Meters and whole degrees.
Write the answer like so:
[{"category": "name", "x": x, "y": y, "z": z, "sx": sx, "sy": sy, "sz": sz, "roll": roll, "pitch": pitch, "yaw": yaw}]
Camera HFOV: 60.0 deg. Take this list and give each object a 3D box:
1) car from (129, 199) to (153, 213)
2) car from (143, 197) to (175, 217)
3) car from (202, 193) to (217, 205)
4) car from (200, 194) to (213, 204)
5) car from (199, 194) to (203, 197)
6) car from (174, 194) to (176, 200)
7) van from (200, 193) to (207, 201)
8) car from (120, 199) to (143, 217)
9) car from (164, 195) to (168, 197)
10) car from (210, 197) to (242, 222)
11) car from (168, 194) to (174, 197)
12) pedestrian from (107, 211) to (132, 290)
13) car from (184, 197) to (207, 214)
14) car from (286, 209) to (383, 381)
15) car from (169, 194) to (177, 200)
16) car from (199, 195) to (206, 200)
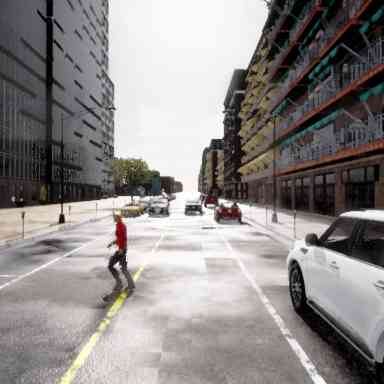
[{"category": "car", "x": -5.610, "y": 1.538, "z": 37.436, "sx": 2.008, "sy": 1.369, "sz": 4.403, "roll": 1, "pitch": 0, "yaw": 0}, {"category": "car", "x": -3.039, "y": 1.482, "z": 31.743, "sx": 2.128, "sy": 1.511, "sz": 4.902, "roll": 0, "pitch": 0, "yaw": 0}, {"category": "car", "x": 2.795, "y": 1.291, "z": 48.740, "sx": 2.192, "sy": 1.841, "sz": 5.009, "roll": 1, "pitch": 0, "yaw": 0}, {"category": "car", "x": 2.828, "y": 1.268, "z": 65.679, "sx": 2.192, "sy": 1.841, "sz": 5.009, "roll": 1, "pitch": 0, "yaw": 0}, {"category": "car", "x": 0.153, "y": 1.470, "z": 46.632, "sx": 2.128, "sy": 1.511, "sz": 4.902, "roll": 0, "pitch": 0, "yaw": 1}, {"category": "car", "x": -5.484, "y": 1.352, "z": 88.249, "sx": 1.967, "sy": 1.590, "sz": 4.097, "roll": 1, "pitch": 0, "yaw": 0}, {"category": "van", "x": 2.860, "y": 1.264, "z": 82.617, "sx": 1.690, "sy": 1.788, "sz": 3.998, "roll": 1, "pitch": 0, "yaw": 0}, {"category": "car", "x": -5.621, "y": 1.516, "z": 31.619, "sx": 1.752, "sy": 1.417, "sz": 4.829, "roll": 1, "pitch": 0, "yaw": 0}, {"category": "car", "x": -5.577, "y": 1.520, "z": 54.374, "sx": 2.008, "sy": 1.369, "sz": 4.403, "roll": 1, "pitch": 0, "yaw": 0}, {"category": "car", "x": 2.750, "y": 1.434, "z": 26.156, "sx": 1.967, "sy": 1.590, "sz": 4.097, "roll": 1, "pitch": 0, "yaw": 0}, {"category": "car", "x": -5.547, "y": 1.384, "z": 71.311, "sx": 1.967, "sy": 1.590, "sz": 4.097, "roll": 1, "pitch": 0, "yaw": 0}, {"category": "pedestrian", "x": -1.651, "y": 1.293, "z": 7.542, "sx": 0.375, "sy": 1.860, "sz": 0.375, "roll": 1, "pitch": -1, "yaw": -3}, {"category": "car", "x": 0.159, "y": 1.536, "z": 34.999, "sx": 2.033, "sy": 1.411, "sz": 5.357, "roll": 0, "pitch": 0, "yaw": 0}, {"category": "car", "x": 3.009, "y": 1.225, "z": 4.515, "sx": 2.150, "sy": 2.045, "sz": 5.566, "roll": 0, "pitch": 0, "yaw": 0}, {"category": "car", "x": -5.467, "y": 1.340, "z": 93.895, "sx": 1.967, "sy": 1.590, "sz": 4.097, "roll": 1, "pitch": 0, "yaw": 0}, {"category": "car", "x": 2.879, "y": 1.444, "z": 93.912, "sx": 1.887, "sy": 1.381, "sz": 4.507, "roll": 1, "pitch": 0, "yaw": 0}]
